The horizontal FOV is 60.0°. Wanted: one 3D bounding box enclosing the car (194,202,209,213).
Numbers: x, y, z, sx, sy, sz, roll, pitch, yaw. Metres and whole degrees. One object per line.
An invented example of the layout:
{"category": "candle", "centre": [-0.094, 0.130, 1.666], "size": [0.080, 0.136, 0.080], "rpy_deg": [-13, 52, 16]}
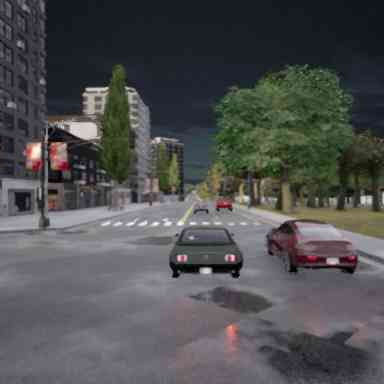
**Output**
{"category": "car", "centre": [1.218, 2.000, 43.391], "size": [2.033, 1.411, 5.357], "rpy_deg": [0, -1, 1]}

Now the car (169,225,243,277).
{"category": "car", "centre": [0.406, 1.711, 10.556], "size": [1.895, 1.301, 4.718], "rpy_deg": [0, -1, 1]}

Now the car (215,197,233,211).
{"category": "car", "centre": [4.578, 1.702, 47.882], "size": [2.150, 2.045, 5.566], "rpy_deg": [0, -1, 1]}

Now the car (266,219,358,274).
{"category": "car", "centre": [3.662, 1.615, 10.815], "size": [1.812, 1.442, 4.674], "rpy_deg": [0, 0, 1]}
